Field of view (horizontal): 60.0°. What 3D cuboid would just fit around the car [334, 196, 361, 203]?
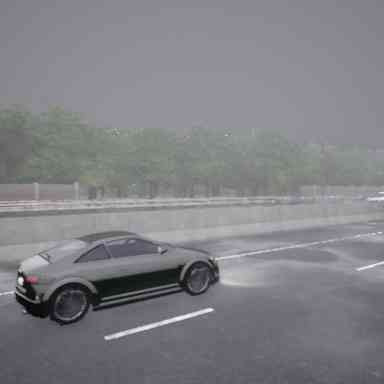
[{"bbox_3d":[19.307,1.292,39.219,4.892,1.490,1.837,0,0,-35],"label":"car"}]

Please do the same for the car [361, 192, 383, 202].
[{"bbox_3d":[21.219,1.008,36.285,5.566,2.045,2.150,0,0,-35],"label":"car"}]

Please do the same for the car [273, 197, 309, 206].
[{"bbox_3d":[12.930,1.349,43.285,5.357,1.411,2.033,0,0,-35],"label":"car"}]

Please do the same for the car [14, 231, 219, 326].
[{"bbox_3d":[-1.440,1.546,7.139,4.181,1.385,1.994,-1,0,-36],"label":"car"}]

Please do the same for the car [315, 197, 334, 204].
[{"bbox_3d":[17.371,1.352,42.133,4.181,1.385,1.994,0,0,-35],"label":"car"}]
